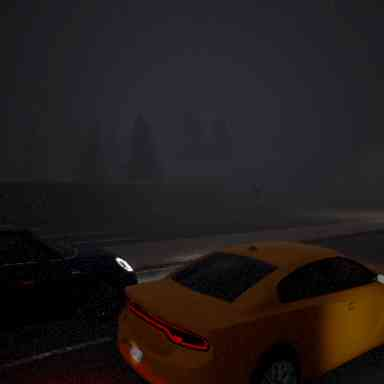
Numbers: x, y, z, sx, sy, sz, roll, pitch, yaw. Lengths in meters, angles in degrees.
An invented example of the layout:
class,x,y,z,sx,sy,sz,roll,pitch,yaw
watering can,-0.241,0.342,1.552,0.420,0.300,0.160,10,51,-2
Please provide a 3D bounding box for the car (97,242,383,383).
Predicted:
class,x,y,z,sx,sy,sz,roll,pitch,yaw
car,1.452,1.477,4.785,5.008,1.535,1.882,0,0,-35

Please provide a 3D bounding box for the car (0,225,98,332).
class,x,y,z,sx,sy,sz,roll,pitch,yaw
car,-3.251,1.351,5.736,4.553,1.767,2.097,0,0,-35
